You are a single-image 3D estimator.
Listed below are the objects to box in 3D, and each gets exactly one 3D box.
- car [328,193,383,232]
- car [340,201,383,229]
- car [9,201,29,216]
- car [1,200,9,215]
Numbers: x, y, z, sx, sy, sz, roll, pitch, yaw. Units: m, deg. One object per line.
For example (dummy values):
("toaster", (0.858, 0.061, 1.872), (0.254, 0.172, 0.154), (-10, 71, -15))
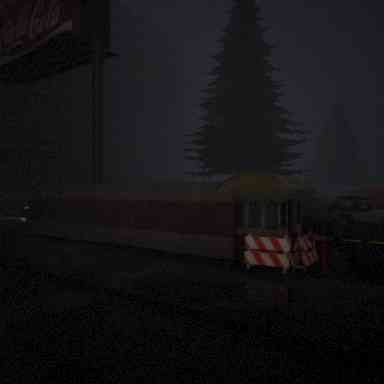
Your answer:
("car", (9.282, 1.149, 17.621), (3.866, 1.878, 1.905), (0, 0, 35))
("car", (11.219, 1.338, 19.680), (4.193, 1.474, 1.816), (0, 0, 35))
("car", (-14.172, 1.352, 31.426), (2.097, 1.767, 4.553), (0, 0, 35))
("car", (-18.694, 1.491, 31.092), (2.128, 1.511, 4.902), (0, 0, 35))
